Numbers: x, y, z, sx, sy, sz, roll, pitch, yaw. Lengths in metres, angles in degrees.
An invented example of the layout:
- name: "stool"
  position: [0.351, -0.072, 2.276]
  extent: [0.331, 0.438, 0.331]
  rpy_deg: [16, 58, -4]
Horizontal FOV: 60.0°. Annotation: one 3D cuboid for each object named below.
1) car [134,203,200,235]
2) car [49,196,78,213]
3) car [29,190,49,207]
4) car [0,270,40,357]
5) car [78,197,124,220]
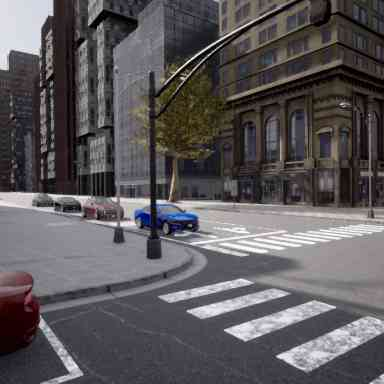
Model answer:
- name: "car"
  position: [-1.557, 1.422, 19.006]
  extent: [1.882, 1.535, 5.008]
  rpy_deg: [-1, 1, -36]
- name: "car"
  position: [-13.145, 1.261, 34.969]
  extent: [1.882, 1.535, 5.008]
  rpy_deg: [-1, 1, -36]
- name: "car"
  position: [-19.759, 1.046, 44.153]
  extent: [2.097, 1.767, 4.553]
  rpy_deg: [-1, 1, -35]
- name: "car"
  position: [-4.157, 1.545, 3.672]
  extent: [4.507, 1.381, 1.887]
  rpy_deg: [0, -1, -36]
- name: "car"
  position: [-7.232, 1.217, 26.822]
  extent: [2.097, 1.767, 4.553]
  rpy_deg: [-1, 1, -36]
